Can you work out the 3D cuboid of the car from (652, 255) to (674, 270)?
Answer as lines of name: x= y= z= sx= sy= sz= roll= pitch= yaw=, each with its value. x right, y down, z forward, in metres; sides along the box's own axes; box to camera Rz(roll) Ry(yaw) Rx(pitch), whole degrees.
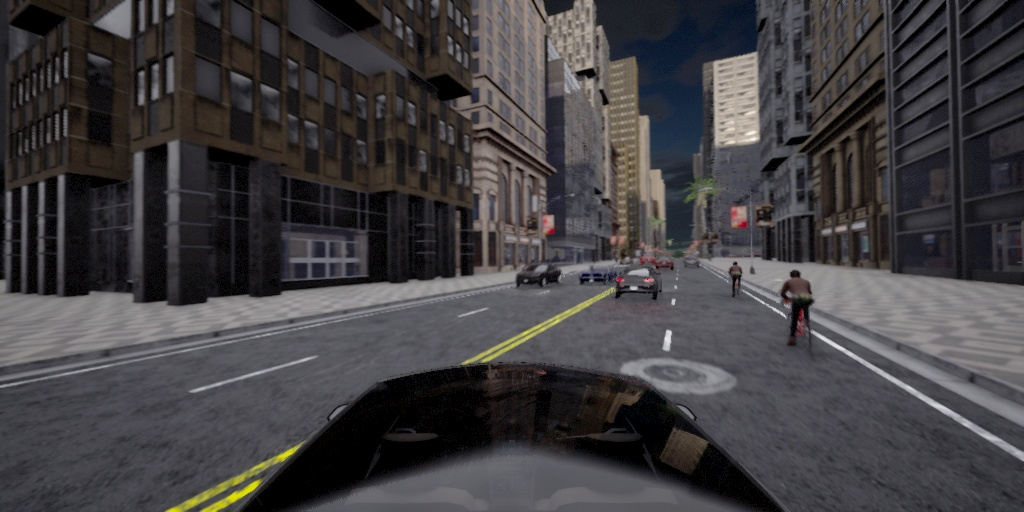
car: x=19.531 y=0.780 z=45.869 sx=2.097 sy=1.767 sz=4.553 roll=-1 pitch=0 yaw=25

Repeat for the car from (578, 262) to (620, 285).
car: x=6.096 y=1.278 z=25.357 sx=1.895 sy=1.301 sz=4.718 roll=-1 pitch=0 yaw=25

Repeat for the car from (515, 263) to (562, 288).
car: x=1.885 y=1.222 z=24.041 sx=1.882 sy=1.535 sz=5.008 roll=-1 pitch=0 yaw=25

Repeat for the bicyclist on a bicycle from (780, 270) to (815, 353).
bicyclist on a bicycle: x=6.003 y=1.119 z=7.540 sx=0.582 sy=1.620 sz=1.656 roll=-1 pitch=0 yaw=25

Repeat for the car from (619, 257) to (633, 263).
car: x=19.715 y=0.902 z=61.824 sx=1.812 sy=1.442 sz=4.674 roll=-1 pitch=0 yaw=26

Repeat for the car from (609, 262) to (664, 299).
car: x=6.208 y=1.199 z=17.488 sx=1.812 sy=1.442 sz=4.674 roll=-1 pitch=0 yaw=25

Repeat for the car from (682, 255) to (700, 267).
car: x=25.412 y=0.803 z=50.809 sx=2.128 sy=1.511 sz=4.902 roll=-1 pitch=0 yaw=25

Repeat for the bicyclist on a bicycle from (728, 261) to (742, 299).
bicyclist on a bicycle: x=9.929 y=1.066 z=15.903 sx=0.582 sy=1.620 sz=1.656 roll=-1 pitch=0 yaw=25
